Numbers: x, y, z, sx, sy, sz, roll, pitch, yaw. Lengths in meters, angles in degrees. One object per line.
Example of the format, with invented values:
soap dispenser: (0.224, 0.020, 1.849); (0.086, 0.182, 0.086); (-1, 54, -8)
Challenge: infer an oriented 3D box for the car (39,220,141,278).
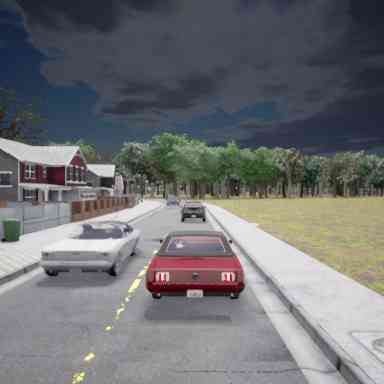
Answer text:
car: (-2.847, 1.599, 10.313); (1.895, 1.301, 4.718); (0, 0, 0)

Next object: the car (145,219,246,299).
car: (0.099, 1.599, 8.386); (1.895, 1.301, 4.718); (0, 0, 1)

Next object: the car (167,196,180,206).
car: (-3.076, 1.400, 54.347); (2.097, 1.767, 4.553); (0, 0, -4)

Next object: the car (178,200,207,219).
car: (0.112, 1.499, 26.434); (1.837, 1.490, 4.892); (0, 0, 0)
